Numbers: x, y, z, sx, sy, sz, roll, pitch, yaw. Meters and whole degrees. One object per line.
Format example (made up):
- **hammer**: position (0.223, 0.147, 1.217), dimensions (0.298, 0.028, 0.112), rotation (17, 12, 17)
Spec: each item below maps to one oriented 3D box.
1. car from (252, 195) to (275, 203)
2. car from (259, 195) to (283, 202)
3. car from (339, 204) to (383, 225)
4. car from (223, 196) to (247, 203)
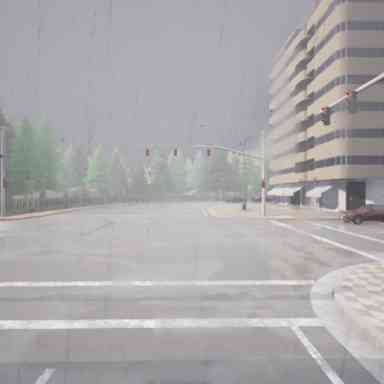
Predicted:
- **car**: position (14.187, 1.504, 67.903), dimensions (4.674, 1.442, 1.812), rotation (0, 0, -34)
- **car**: position (17.537, 1.502, 73.805), dimensions (4.902, 1.511, 2.128), rotation (0, 0, -23)
- **car**: position (13.161, 1.574, 24.155), dimensions (4.674, 1.442, 1.812), rotation (0, 0, -1)
- **car**: position (8.874, 1.526, 68.199), dimensions (5.357, 1.411, 2.033), rotation (0, 0, -38)
